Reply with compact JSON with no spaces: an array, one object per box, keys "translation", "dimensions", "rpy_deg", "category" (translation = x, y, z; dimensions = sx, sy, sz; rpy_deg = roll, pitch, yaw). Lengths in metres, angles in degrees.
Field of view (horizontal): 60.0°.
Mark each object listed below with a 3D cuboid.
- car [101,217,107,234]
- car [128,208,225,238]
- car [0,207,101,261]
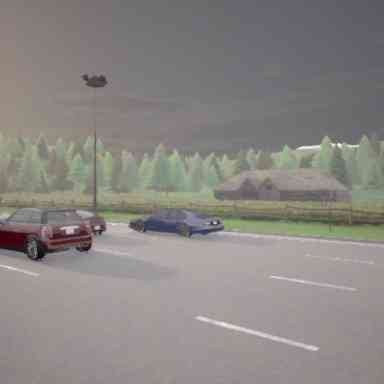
[{"translation":[-6.361,1.517,17.123],"dimensions":[4.674,1.442,1.812],"rpy_deg":[0,0,35],"category":"car"},{"translation":[-0.926,1.541,17.547],"dimensions":[5.357,1.411,2.033],"rpy_deg":[0,0,35],"category":"car"},{"translation":[-5.841,1.345,12.453],"dimensions":[4.553,1.767,2.097],"rpy_deg":[0,0,35],"category":"car"}]
